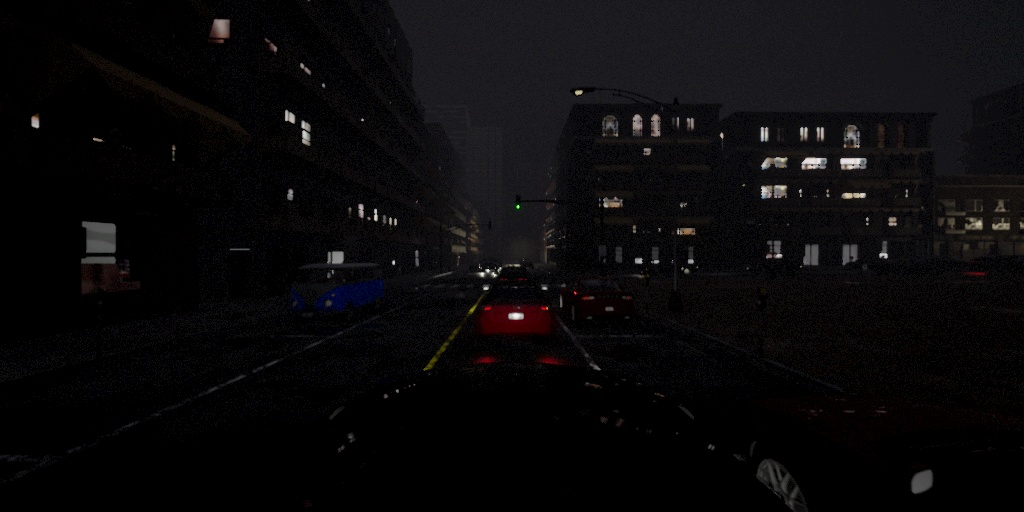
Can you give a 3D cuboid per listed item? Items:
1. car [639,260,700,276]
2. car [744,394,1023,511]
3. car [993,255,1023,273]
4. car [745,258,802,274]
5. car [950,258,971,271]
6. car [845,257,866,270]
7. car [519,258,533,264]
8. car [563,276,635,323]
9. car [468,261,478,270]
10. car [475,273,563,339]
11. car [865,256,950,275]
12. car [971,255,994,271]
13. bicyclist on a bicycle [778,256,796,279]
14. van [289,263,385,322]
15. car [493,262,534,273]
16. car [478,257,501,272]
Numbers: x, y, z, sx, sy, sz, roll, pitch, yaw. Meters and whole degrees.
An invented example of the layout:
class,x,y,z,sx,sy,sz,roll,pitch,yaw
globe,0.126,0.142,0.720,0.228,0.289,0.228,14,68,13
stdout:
class,x,y,z,sx,sy,sz,roll,pitch,yaw
car,15.342,1.140,35.077,5.357,1.411,2.033,-1,0,-1
car,2.688,1.293,1.026,1.888,1.381,4.507,0,0,0
car,43.608,0.728,29.694,4.403,1.370,2.007,0,0,-1
car,25.616,0.922,35.220,4.902,1.511,2.128,-1,0,-1
car,41.552,0.783,35.420,4.718,1.301,1.895,-1,0,0
car,37.920,0.792,37.994,4.313,1.339,1.948,0,0,-1
car,2.676,1.421,61.076,1.967,1.591,4.097,0,0,0
car,2.686,1.331,12.078,1.888,1.381,4.507,0,0,0
car,-5.703,1.507,55.552,2.007,1.370,4.403,0,0,0
car,0.096,1.344,10.169,1.994,1.385,4.181,0,0,0
car,32.471,0.901,29.534,4.403,1.370,2.007,0,0,-1
car,44.388,0.658,32.347,4.892,1.490,1.837,-1,0,0
bicyclist on a bicycle,20.239,0.857,26.407,0.582,1.620,1.656,-1,0,-1
van,-5.695,1.127,12.077,1.690,1.789,3.998,0,0,0
car,0.095,1.323,20.166,1.837,1.490,4.892,0,0,0
car,-3.097,1.153,49.563,2.150,2.045,5.566,0,0,0
